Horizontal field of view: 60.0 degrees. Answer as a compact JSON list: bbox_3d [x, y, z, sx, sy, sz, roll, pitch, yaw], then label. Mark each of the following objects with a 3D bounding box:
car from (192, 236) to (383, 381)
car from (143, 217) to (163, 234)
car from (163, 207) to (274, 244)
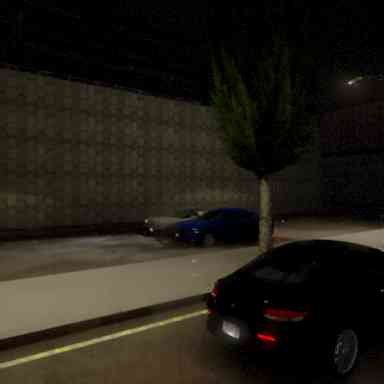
[{"bbox_3d":[2.356,1.517,5.426,4.674,1.442,1.812,0,0,-36],"label":"car"},{"bbox_3d":[-0.208,1.583,17.889,4.718,1.301,1.895,0,0,-35],"label":"car"},{"bbox_3d":[1.455,1.461,14.783,5.008,1.535,1.882,0,0,-35],"label":"car"}]
